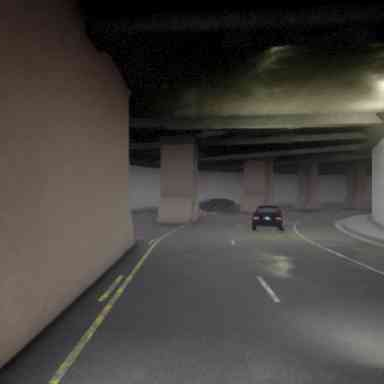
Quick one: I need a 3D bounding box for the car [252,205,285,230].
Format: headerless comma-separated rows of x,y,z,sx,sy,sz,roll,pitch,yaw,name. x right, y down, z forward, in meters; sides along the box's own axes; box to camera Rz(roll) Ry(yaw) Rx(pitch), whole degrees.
4.925,1.547,21.348,2.033,1.411,5.357,0,0,15,car

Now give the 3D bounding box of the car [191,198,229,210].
2.413,1.547,43.912,2.033,1.411,5.357,0,0,45,car

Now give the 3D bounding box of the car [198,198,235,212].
3.077,1.477,39.369,1.882,1.535,5.008,0,0,42,car
